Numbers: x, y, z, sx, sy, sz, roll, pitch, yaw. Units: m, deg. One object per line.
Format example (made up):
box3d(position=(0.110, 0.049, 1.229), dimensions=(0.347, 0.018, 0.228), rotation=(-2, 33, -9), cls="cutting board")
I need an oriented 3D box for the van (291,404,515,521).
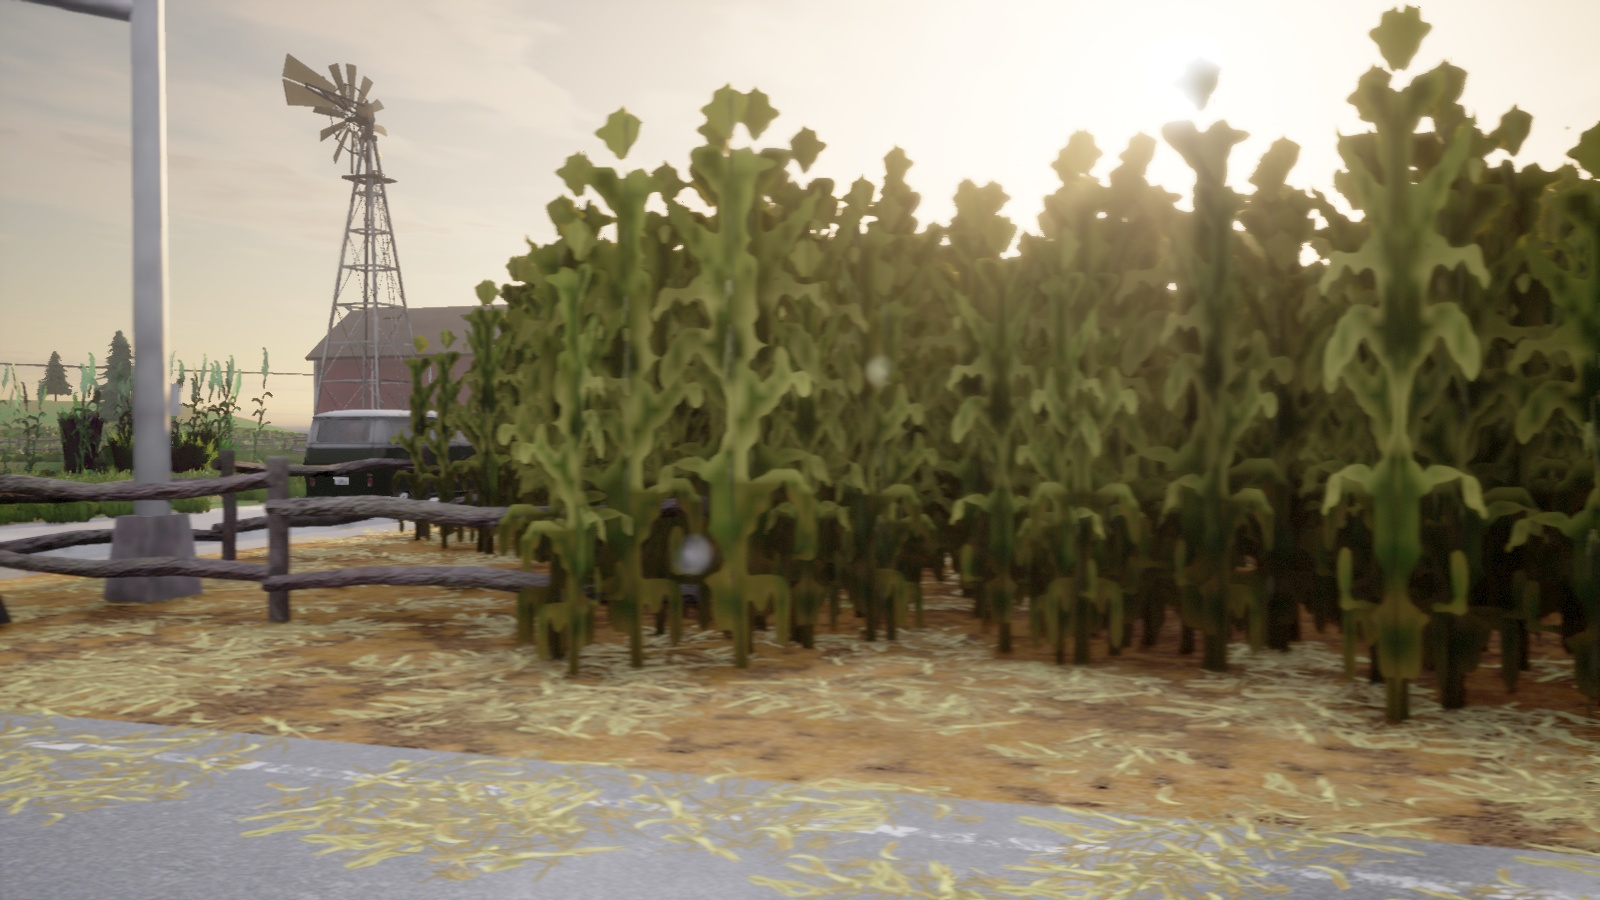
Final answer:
box3d(position=(-7.337, 0.172, 23.747), dimensions=(1.775, 1.987, 4.442), rotation=(1, 1, 18), cls="van")
